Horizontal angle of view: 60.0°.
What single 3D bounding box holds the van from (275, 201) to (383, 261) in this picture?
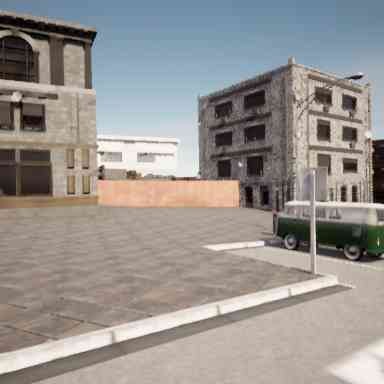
[{"bbox_3d":[5.259,1.381,12.898,1.878,1.987,4.442,2,-1,-35],"label":"van"}]
